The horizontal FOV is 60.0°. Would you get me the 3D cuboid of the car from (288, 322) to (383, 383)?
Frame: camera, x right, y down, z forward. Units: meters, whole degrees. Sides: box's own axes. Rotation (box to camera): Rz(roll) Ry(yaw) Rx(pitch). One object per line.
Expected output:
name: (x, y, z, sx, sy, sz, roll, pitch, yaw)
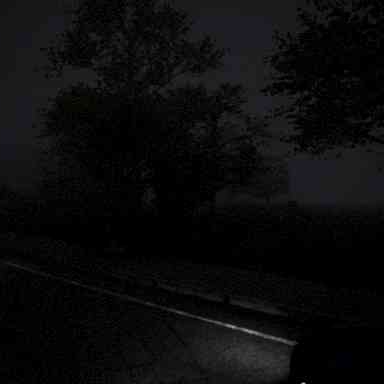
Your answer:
car: (2.936, 1.529, 1.953, 4.674, 1.442, 1.812, 0, 0, 36)
